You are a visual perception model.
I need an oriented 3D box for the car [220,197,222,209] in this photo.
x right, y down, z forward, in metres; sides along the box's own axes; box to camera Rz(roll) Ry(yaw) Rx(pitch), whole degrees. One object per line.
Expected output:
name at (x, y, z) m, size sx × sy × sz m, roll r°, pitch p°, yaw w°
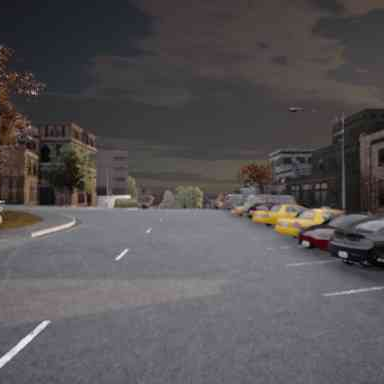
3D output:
car at (6.363, 1.539, 39.288) m, size 4.892 × 1.521 × 2.231 m, roll 1°, pitch -2°, yaw -20°

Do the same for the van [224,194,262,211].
van at (6.466, 1.373, 42.256) m, size 4.442 × 1.987 × 1.878 m, roll 1°, pitch -2°, yaw -20°

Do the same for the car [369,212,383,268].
car at (6.451, 1.351, 7.020) m, size 4.553 × 1.767 × 2.185 m, roll 1°, pitch 0°, yaw -20°

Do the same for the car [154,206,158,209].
car at (-11.715, 3.867, 79.825) m, size 5.366 × 1.575 × 1.946 m, roll 1°, pitch -5°, yaw -21°

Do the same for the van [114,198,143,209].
van at (-11.489, 2.109, 58.918) m, size 4.442 × 1.987 × 1.878 m, roll 1°, pitch -4°, yaw -21°

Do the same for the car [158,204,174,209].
car at (-5.331, 3.112, 69.322) m, size 1.994 × 1.385 × 4.181 m, roll 0°, pitch -4°, yaw -1°

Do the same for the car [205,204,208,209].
car at (6.064, 3.181, 71.455) m, size 5.008 × 1.535 × 2.097 m, roll 2°, pitch -4°, yaw -21°

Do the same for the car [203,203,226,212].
car at (5.849, 4.096, 86.112) m, size 5.566 × 2.045 × 2.435 m, roll 3°, pitch -6°, yaw -21°

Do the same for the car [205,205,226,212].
car at (5.866, 4.100, 83.155) m, size 4.892 × 1.521 × 2.231 m, roll 3°, pitch -5°, yaw -21°

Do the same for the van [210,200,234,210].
van at (6.208, 2.746, 68.587) m, size 4.442 × 1.987 × 1.878 m, roll 2°, pitch -5°, yaw -21°

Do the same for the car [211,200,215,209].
car at (6.273, 2.025, 53.901) m, size 5.008 × 1.535 × 2.097 m, roll 2°, pitch -3°, yaw -21°

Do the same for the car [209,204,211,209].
car at (6.179, 2.389, 59.739) m, size 4.792 × 1.488 × 2.163 m, roll 2°, pitch -4°, yaw -21°

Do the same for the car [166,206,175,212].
car at (-5.589, 4.375, 85.528) m, size 2.033 × 1.411 × 5.357 m, roll 0°, pitch -5°, yaw -1°

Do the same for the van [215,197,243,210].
van at (6.350, 1.961, 56.881) m, size 4.442 × 1.987 × 1.878 m, roll 2°, pitch -4°, yaw -21°

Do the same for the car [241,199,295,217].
car at (6.443, 1.509, 24.627) m, size 4.792 × 1.488 × 2.163 m, roll 1°, pitch 0°, yaw -20°

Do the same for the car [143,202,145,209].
car at (-11.665, 2.404, 61.846) m, size 4.553 × 1.767 × 2.185 m, roll 1°, pitch -4°, yaw -21°

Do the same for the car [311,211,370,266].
car at (6.409, 1.476, 9.951) m, size 4.892 × 1.521 × 2.231 m, roll 1°, pitch 0°, yaw -20°

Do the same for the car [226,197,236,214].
car at (6.233, 1.476, 30.419) m, size 5.366 × 1.575 × 1.946 m, roll 1°, pitch 0°, yaw -20°

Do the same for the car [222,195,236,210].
car at (6.375, 1.234, 33.411) m, size 5.566 × 2.045 × 2.435 m, roll 1°, pitch 0°, yaw -20°

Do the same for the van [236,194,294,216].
van at (6.307, 1.253, 27.504) m, size 4.442 × 1.987 × 1.878 m, roll 1°, pitch 0°, yaw -20°

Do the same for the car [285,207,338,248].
car at (6.385, 1.504, 12.878) m, size 4.792 × 1.488 × 2.163 m, roll 1°, pitch 0°, yaw -20°

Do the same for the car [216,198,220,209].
car at (6.344, 1.675, 45.132) m, size 4.892 × 1.521 × 2.231 m, roll 2°, pitch -2°, yaw -20°

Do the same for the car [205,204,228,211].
car at (5.916, 3.863, 80.227) m, size 4.892 × 1.521 × 2.231 m, roll 3°, pitch -5°, yaw -21°

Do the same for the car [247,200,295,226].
car at (6.594, 1.477, 21.744) m, size 5.366 × 1.575 × 1.946 m, roll 1°, pitch 0°, yaw -20°

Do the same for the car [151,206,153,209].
car at (-11.763, 3.271, 73.804) m, size 4.553 × 1.767 × 2.185 m, roll 1°, pitch -4°, yaw -21°

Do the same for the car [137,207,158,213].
car at (-12.276, 4.875, 91.612) m, size 5.366 × 1.575 × 1.946 m, roll 1°, pitch -5°, yaw -21°

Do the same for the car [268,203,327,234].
car at (6.592, 1.474, 15.883) m, size 5.366 × 1.575 × 1.946 m, roll 1°, pitch 0°, yaw -20°

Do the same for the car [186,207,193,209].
car at (-0.608, 4.511, 86.625) m, size 1.895 × 1.301 × 4.718 m, roll 0°, pitch -5°, yaw -1°

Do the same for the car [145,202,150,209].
car at (-11.651, 2.488, 64.869) m, size 5.566 × 2.045 × 2.435 m, roll 1°, pitch -5°, yaw -21°
